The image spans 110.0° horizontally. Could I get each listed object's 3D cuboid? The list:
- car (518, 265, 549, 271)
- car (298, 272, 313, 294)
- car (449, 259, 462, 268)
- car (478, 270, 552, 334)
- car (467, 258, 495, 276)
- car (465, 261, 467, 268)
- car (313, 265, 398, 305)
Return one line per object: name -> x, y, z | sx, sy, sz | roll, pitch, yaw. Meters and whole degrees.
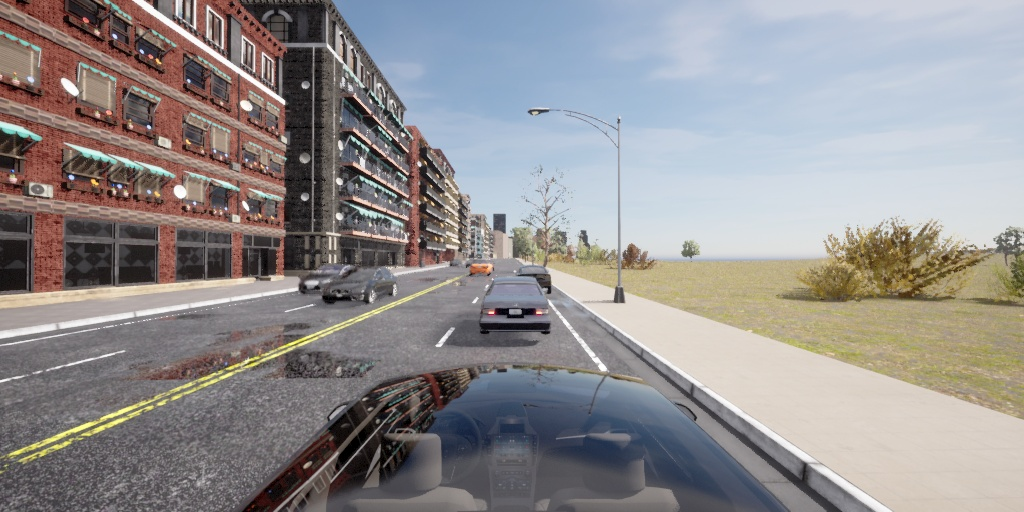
car -> 1.119, 1.230, 20.327 | 1.882, 1.535, 5.008 | 0, 0, 0
car -> -9.868, 1.244, 20.026 | 2.128, 1.511, 4.902 | 0, 0, 0
car -> -9.870, 1.254, 63.008 | 1.837, 1.490, 4.892 | 0, 0, 0
car -> 0.094, 1.299, 10.564 | 2.033, 1.411, 5.357 | 0, 0, 0
car -> -3.184, 1.105, 37.656 | 2.097, 1.767, 4.553 | 0, 0, 0
car -> -6.634, 1.256, 59.509 | 1.837, 1.490, 4.892 | 0, 0, 0
car -> -6.615, 1.257, 16.153 | 1.837, 1.490, 4.892 | 0, 0, 0
